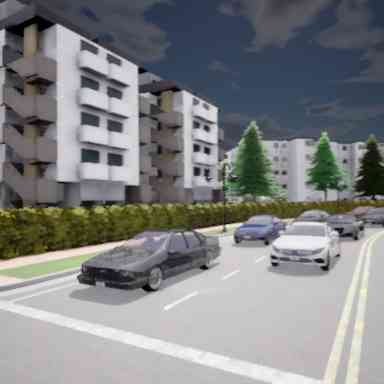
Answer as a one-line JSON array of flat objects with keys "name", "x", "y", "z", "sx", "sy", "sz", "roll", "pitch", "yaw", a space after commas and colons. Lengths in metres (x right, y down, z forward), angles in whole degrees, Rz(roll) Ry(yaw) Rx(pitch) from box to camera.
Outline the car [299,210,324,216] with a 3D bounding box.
[{"name": "car", "x": 9.735, "y": 2.142, "z": 26.491, "sx": 1.812, "sy": 1.442, "sz": 4.674, "roll": -2, "pitch": -2, "yaw": 42}]

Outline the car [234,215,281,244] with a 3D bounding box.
[{"name": "car", "x": 3.942, "y": 1.998, "z": 18.366, "sx": 1.812, "sy": 1.442, "sz": 4.674, "roll": -2, "pitch": -2, "yaw": 32}]

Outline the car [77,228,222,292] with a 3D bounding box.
[{"name": "car", "x": -0.866, "y": 1.861, "z": 10.235, "sx": 2.033, "sy": 1.411, "sz": 5.357, "roll": -2, "pitch": -2, "yaw": 30}]

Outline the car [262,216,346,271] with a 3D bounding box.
[{"name": "car", "x": 4.335, "y": 1.820, "z": 12.292, "sx": 1.812, "sy": 1.442, "sz": 4.674, "roll": -2, "pitch": -2, "yaw": 30}]

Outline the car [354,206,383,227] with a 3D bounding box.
[{"name": "car", "x": 15.582, "y": 2.063, "z": 27.480, "sx": 4.892, "sy": 1.490, "sz": 1.837, "roll": 1, "pitch": -2, "yaw": -42}]

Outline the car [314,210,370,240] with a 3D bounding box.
[{"name": "car", "x": 8.975, "y": 2.000, "z": 19.715, "sx": 1.994, "sy": 1.385, "sz": 4.181, "roll": -2, "pitch": -2, "yaw": 35}]
